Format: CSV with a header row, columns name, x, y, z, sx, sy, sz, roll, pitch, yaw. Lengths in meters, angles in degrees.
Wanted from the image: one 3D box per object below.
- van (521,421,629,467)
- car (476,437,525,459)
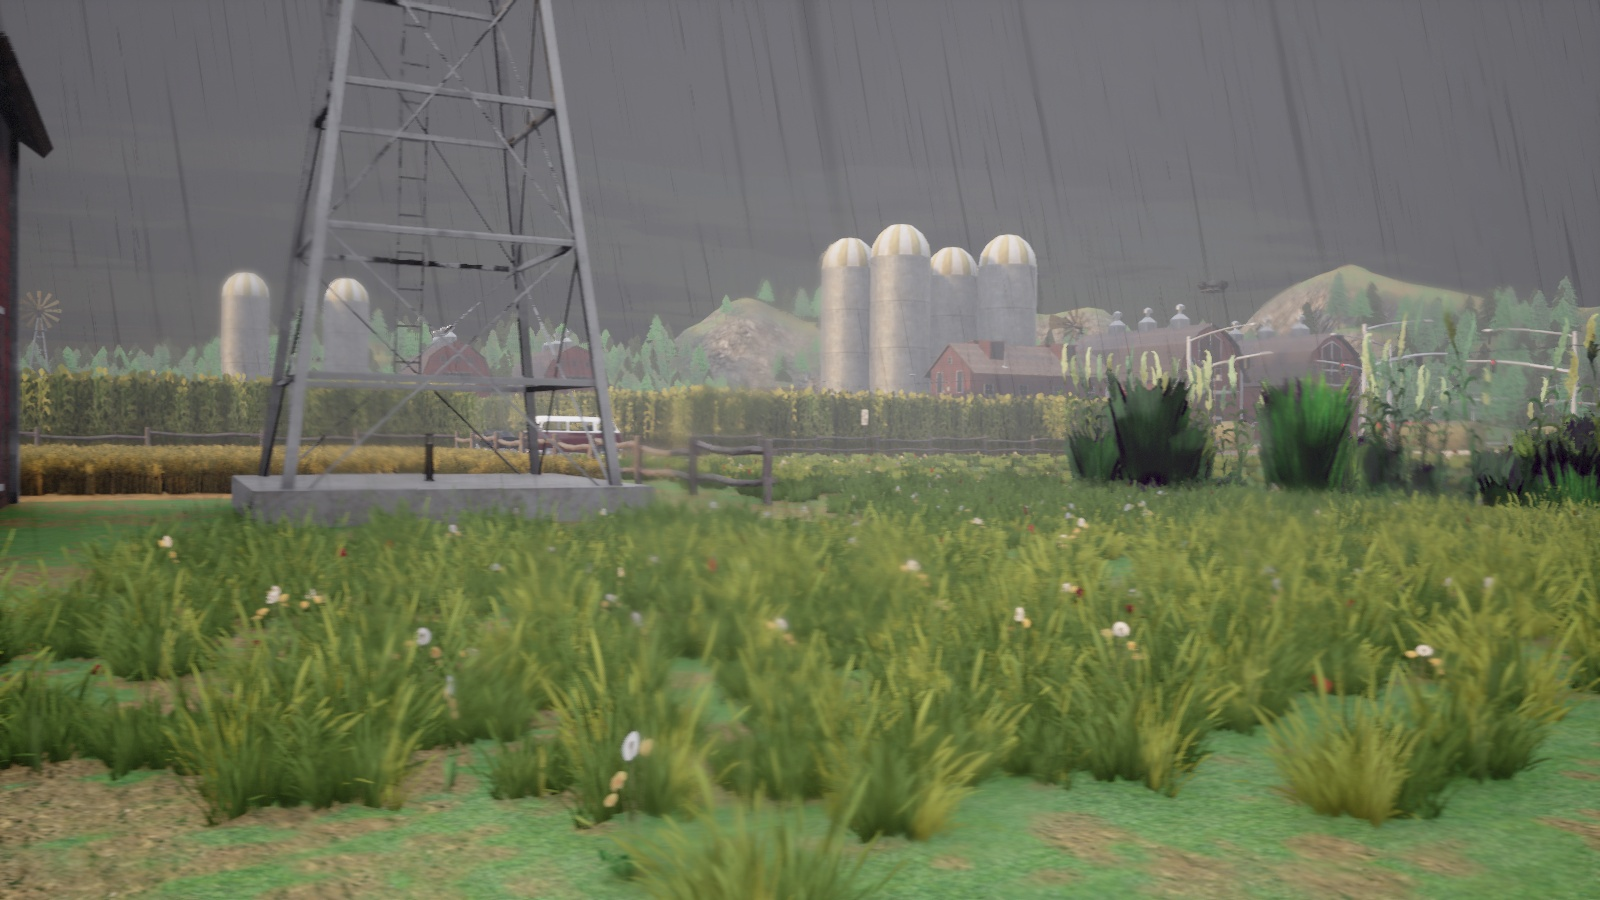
name,x,y,z,sx,sy,sz,roll,pitch,yaw
van,-10.371,-0.308,57.853,4.480,2.038,2.069,-1,1,-26
car,-18.481,-0.160,77.316,1.895,1.301,4.718,-1,1,-26
